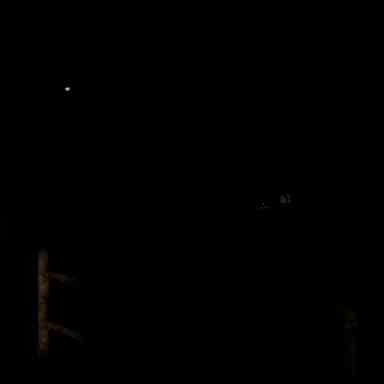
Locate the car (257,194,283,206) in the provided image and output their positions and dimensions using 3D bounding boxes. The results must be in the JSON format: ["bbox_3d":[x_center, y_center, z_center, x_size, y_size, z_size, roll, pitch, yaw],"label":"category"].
[{"bbox_3d":[10.975,1.369,47.420,1.895,1.301,4.718,0,0,31],"label":"car"}]

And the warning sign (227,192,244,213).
[{"bbox_3d":[4.088,0.948,31.150,1.300,1.860,1.060,-1,0,31],"label":"warning sign"}]

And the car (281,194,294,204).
[{"bbox_3d":[15.817,1.085,55.666,2.097,1.767,4.553,0,0,31],"label":"car"}]
